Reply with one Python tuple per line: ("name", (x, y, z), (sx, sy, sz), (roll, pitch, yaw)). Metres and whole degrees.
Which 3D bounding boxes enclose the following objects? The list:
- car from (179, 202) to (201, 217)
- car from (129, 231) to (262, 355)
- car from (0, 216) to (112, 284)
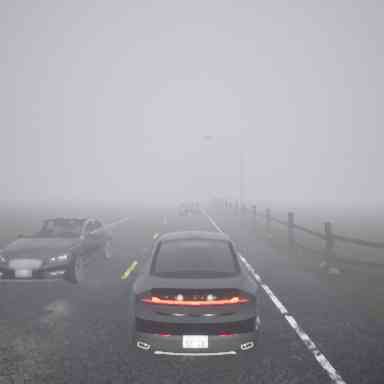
("car", (-0.209, 1.578, 30.292), (1.895, 1.301, 4.718), (0, 0, -1))
("car", (0.049, 1.503, 6.312), (1.837, 1.490, 4.892), (0, 0, 0))
("car", (-3.646, 1.489, 9.615), (2.128, 1.511, 4.902), (0, 0, 0))
